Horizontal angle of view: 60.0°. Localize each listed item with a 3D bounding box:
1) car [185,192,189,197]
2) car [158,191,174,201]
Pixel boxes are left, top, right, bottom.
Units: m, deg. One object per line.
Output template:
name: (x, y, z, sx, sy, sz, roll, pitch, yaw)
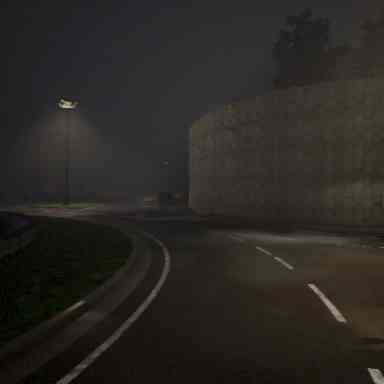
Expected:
car: (-0.539, 0.571, 83.169, 1.994, 1.385, 4.181, 1, 1, 9)
car: (-4.362, 0.641, 56.883, 2.097, 1.767, 4.553, 1, 1, 8)
